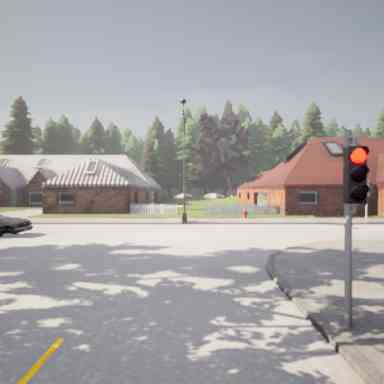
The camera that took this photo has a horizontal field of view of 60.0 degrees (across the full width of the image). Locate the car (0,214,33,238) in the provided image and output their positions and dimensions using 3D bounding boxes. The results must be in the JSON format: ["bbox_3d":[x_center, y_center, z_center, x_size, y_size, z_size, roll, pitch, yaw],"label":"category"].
[{"bbox_3d":[-11.084,1.540,16.898,5.357,1.411,2.033,0,0,0],"label":"car"}]
